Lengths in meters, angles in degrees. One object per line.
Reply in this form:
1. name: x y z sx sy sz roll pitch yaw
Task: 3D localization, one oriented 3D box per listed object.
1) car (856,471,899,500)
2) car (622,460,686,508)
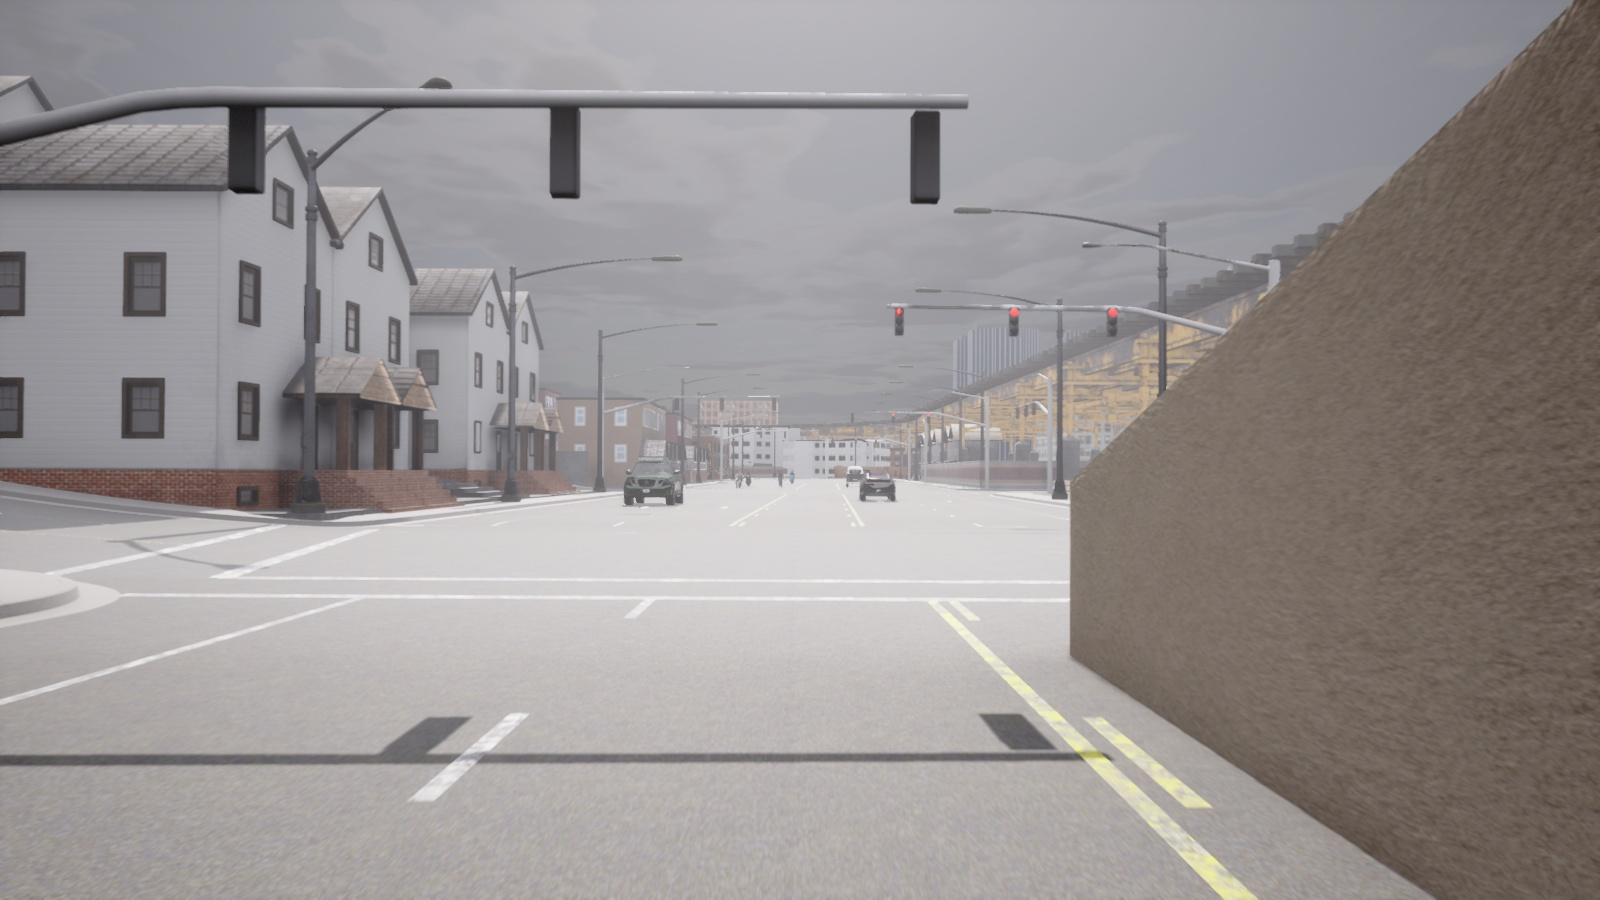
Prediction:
1. car: 4.146 1.887 67.662 2.128 1.511 4.902 0 -1 1
2. car: -6.595 1.518 57.232 2.150 2.045 5.566 0 -1 1
